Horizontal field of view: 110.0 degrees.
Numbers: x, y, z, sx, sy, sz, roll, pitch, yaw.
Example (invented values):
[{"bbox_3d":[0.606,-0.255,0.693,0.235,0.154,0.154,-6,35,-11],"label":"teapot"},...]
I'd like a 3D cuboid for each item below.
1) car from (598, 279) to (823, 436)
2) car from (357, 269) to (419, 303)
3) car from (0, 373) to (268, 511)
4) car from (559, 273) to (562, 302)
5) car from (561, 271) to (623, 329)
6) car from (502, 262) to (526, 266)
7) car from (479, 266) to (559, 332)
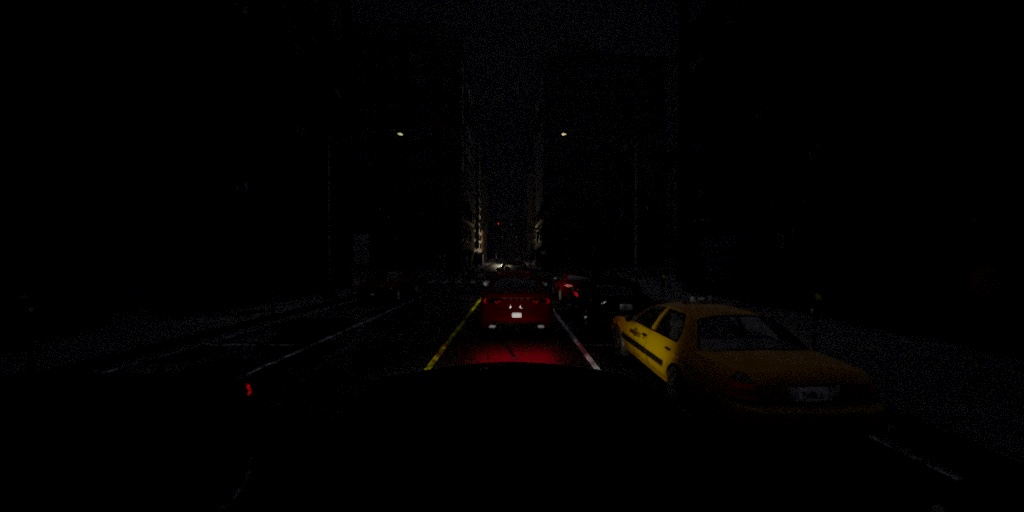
[{"bbox_3d":[2.879,1.279,5.715,1.751,1.417,4.829,0,0,0],"label":"car"},{"bbox_3d":[-5.642,1.309,16.733,1.888,1.381,4.507,0,0,0],"label":"car"},{"bbox_3d":[-3.091,1.313,1.352,1.994,1.385,4.181,0,0,0],"label":"car"},{"bbox_3d":[2.904,1.346,16.717,1.802,1.307,4.207,0,0,0],"label":"car"},{"bbox_3d":[2.891,1.325,11.131,1.948,1.339,4.313,0,0,0],"label":"car"},{"bbox_3d":[0.137,1.121,21.643,2.097,1.767,4.553,0,0,0],"label":"car"},{"bbox_3d":[0.114,1.237,10.903,1.882,1.535,5.008,0,0,0],"label":"car"}]
